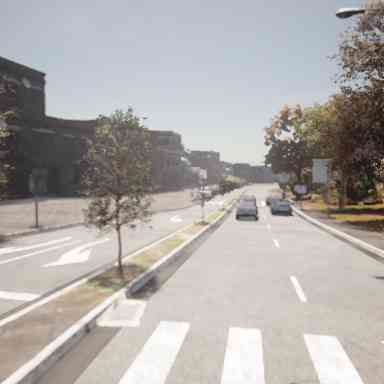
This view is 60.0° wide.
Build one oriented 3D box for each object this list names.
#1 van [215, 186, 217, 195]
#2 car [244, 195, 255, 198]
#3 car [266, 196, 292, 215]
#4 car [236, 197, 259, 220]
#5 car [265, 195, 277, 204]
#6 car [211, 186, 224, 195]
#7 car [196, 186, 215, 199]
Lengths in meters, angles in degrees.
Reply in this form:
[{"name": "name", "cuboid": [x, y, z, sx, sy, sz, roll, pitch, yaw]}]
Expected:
[{"name": "van", "cuboid": [3.262, 0.028, 66.067, 1.878, 1.987, 4.442, 1, 2, 11]}, {"name": "car", "cuboid": [7.663, 1.097, 44.617, 2.033, 1.411, 5.357, 1, 2, 11]}, {"name": "car", "cuboid": [8.844, 1.500, 33.288, 1.994, 1.385, 4.181, 1, 2, 10]}, {"name": "car", "cuboid": [4.771, 1.531, 28.782, 2.033, 1.411, 5.357, 1, 1, 11]}, {"name": "car", "cuboid": [11.153, 1.131, 45.999, 1.994, 1.385, 4.181, 1, 2, 10]}, {"name": "car", "cuboid": [6.352, -0.511, 82.498, 2.435, 2.045, 5.566, 1, 2, 11]}, {"name": "car", "cuboid": [2.256, 0.163, 60.705, 2.435, 2.045, 5.566, 1, 2, 11]}]
